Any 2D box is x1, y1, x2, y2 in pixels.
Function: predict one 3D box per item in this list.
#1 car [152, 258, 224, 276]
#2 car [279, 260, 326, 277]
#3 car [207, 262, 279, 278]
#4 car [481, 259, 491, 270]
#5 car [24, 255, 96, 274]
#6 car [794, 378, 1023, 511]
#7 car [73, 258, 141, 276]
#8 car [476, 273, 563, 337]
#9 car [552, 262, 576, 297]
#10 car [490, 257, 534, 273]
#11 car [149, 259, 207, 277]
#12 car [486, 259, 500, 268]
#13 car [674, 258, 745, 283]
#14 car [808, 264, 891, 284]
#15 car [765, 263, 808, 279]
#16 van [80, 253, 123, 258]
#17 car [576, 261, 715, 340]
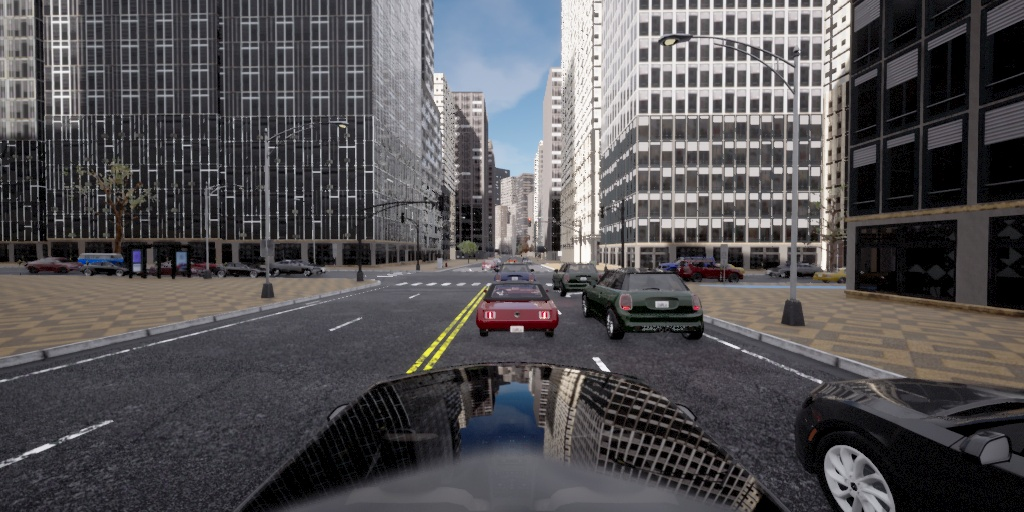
[{"bbox_3d":[-29.906,0.976,33.200,5.008,1.535,1.882,1,1,1],"label":"car"},{"bbox_3d":[-19.720,1.083,32.970,4.902,1.511,2.128,0,1,1],"label":"car"},{"bbox_3d":[-22.674,1.174,30.330,4.313,1.339,1.948,0,0,1],"label":"car"},{"bbox_3d":[-3.229,1.241,50.698,1.812,1.442,4.674,0,0,0],"label":"car"},{"bbox_3d":[-42.282,0.912,33.491,4.674,1.442,1.812,1,1,2],"label":"car"},{"bbox_3d":[3.343,1.255,1.078,1.837,1.490,4.892,0,0,0],"label":"car"},{"bbox_3d":[-34.038,1.070,30.660,4.313,1.339,1.948,0,0,1],"label":"car"},{"bbox_3d":[0.115,1.347,10.229,1.895,1.301,4.718,0,0,0],"label":"car"},{"bbox_3d":[3.384,1.093,19.070,2.097,1.767,4.553,0,0,0],"label":"car"},{"bbox_3d":[0.135,1.092,19.223,2.097,1.767,4.553,0,0,0],"label":"car"},{"bbox_3d":[-28.357,1.138,30.475,4.207,1.307,1.802,0,0,1],"label":"car"},{"bbox_3d":[-3.204,1.251,60.386,2.033,1.411,5.357,0,0,0],"label":"car"},{"bbox_3d":[16.250,1.269,29.721,5.009,1.841,2.192,0,0,1],"label":"car"},{"bbox_3d":[27.698,1.579,29.500,4.829,1.417,1.751,0,0,1],"label":"car"},{"bbox_3d":[27.702,1.452,35.273,4.902,1.511,2.128,1,1,1],"label":"car"},{"bbox_3d":[-45.211,0.605,39.344,3.998,1.789,1.690,0,0,1],"label":"van"},{"bbox_3d":[3.359,1.098,10.133,2.097,1.767,4.553,0,0,0],"label":"car"}]
